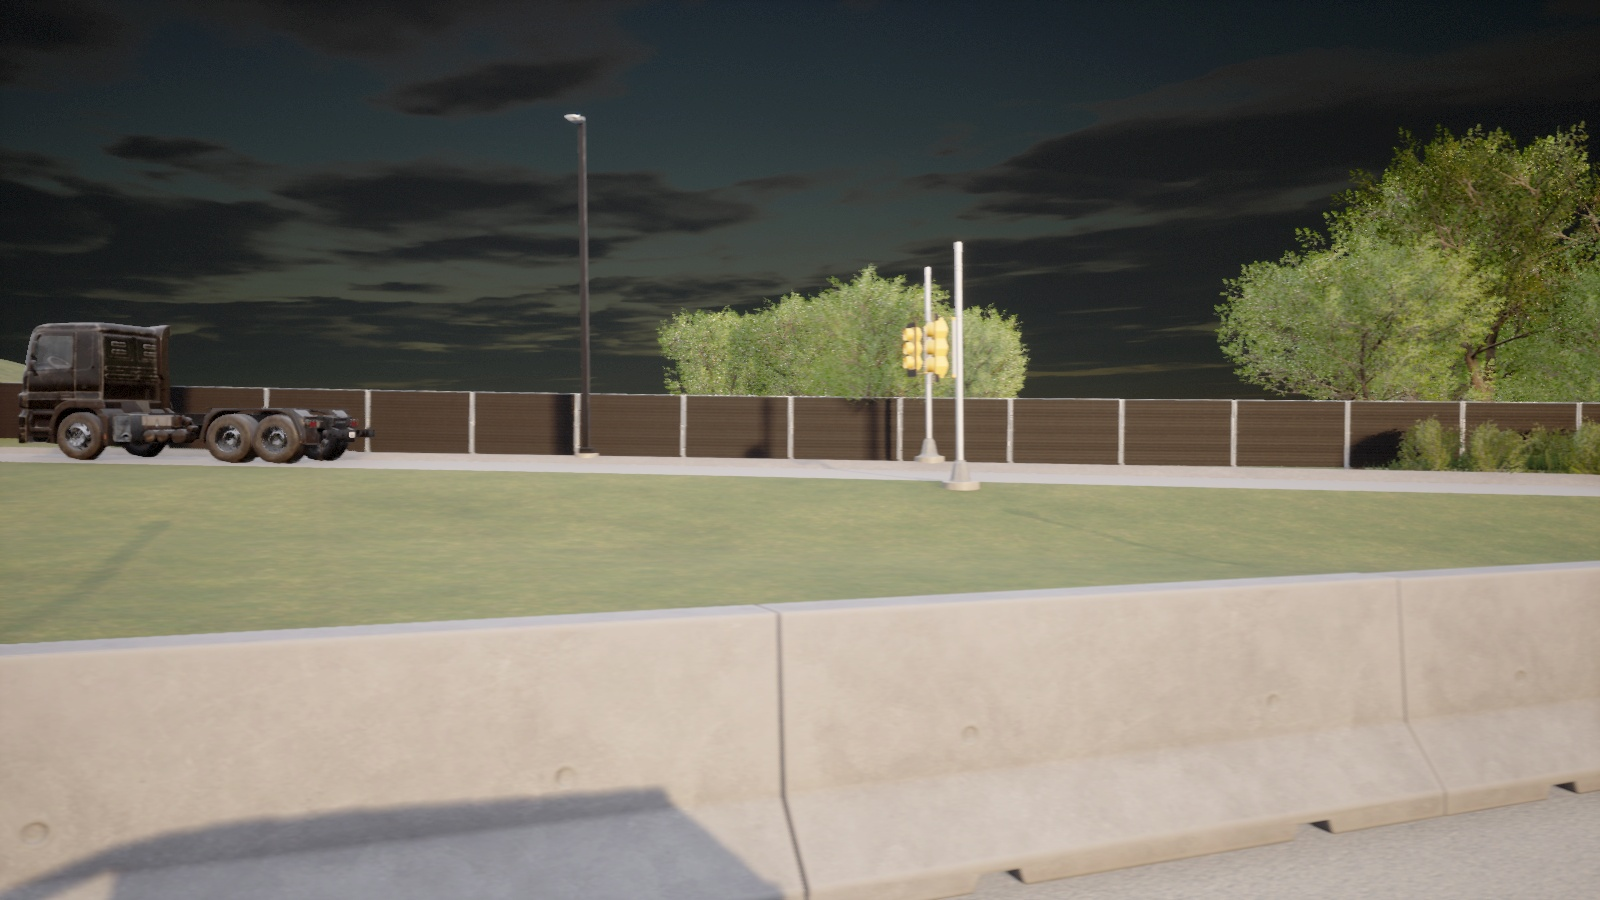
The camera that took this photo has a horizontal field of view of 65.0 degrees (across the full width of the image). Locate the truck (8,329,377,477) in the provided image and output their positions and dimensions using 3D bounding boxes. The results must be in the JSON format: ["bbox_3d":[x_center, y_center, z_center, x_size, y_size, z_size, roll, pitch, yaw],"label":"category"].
[{"bbox_3d":[-15.057,-1.144,31.450,7.936,3.462,2.891,0,2,6],"label":"truck"}]
